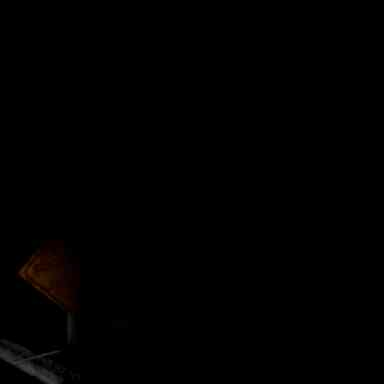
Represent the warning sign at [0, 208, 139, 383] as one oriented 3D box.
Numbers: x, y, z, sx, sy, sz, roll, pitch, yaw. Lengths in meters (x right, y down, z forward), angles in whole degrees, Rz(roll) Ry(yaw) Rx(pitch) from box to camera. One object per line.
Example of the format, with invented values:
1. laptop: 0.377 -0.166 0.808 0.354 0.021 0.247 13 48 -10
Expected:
1. warning sign: -1.513 1.156 4.144 1.060 1.860 1.300 -1 -1 35
